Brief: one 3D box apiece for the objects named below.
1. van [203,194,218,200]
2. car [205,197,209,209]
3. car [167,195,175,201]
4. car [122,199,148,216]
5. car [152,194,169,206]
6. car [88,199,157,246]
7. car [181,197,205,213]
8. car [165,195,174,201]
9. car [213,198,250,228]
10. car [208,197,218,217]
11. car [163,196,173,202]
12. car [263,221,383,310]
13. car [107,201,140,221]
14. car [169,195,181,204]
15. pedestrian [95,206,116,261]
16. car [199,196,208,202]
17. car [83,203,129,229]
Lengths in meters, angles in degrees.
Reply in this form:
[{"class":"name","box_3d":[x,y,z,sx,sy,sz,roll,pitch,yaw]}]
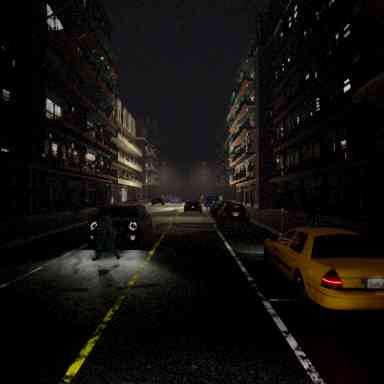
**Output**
[{"class":"van","box_3d":[2.709,1.357,45.157,1.690,1.788,3.998,1,0,0]},{"class":"car","box_3d":[2.705,1.561,33.834,2.008,1.369,4.403,1,0,0]},{"class":"car","box_3d":[-5.670,1.593,90.490,1.887,1.381,4.507,1,0,0]},{"class":"car","box_3d":[-5.675,1.536,33.704,1.752,1.417,4.829,1,0,0]},{"class":"car","box_3d":[-5.670,1.338,56.521,2.192,1.841,5.009,1,0,0]},{"class":"car","box_3d":[-3.075,1.359,15.138,2.097,1.767,4.553,0,0,2]},{"class":"car","box_3d":[0.098,1.576,37.915,1.994,1.385,4.181,0,0,0]},{"class":"car","box_3d":[-5.671,1.569,84.660,1.752,1.417,4.829,1,0,0]},{"class":"car","box_3d":[2.705,1.447,22.511,1.967,1.590,4.097,1,0,0]},{"class":"car","box_3d":[2.706,1.448,28.172,1.967,1.590,4.097,1,0,0]},{"class":"car","box_3d":[-5.671,1.590,79.167,2.008,1.369,4.403,1,0,0]},{"class":"car","box_3d":[3.000,1.458,7.942,1.801,1.575,5.366,0,0,0]},{"class":"car","box_3d":[-5.676,1.534,28.043,1.752,1.417,4.829,1,0,0]},{"class":"car","box_3d":[-3.025,1.553,64.057,1.812,1.442,4.674,0,0,1]},{"class":"pedestrian","box_3d":[-2.764,1.297,10.649,0.375,1.860,0.375,1,-1,-3]},{"class":"car","box_3d":[2.710,1.590,79.128,2.008,1.369,4.403,1,0,0]},{"class":"car","box_3d":[-5.677,1.551,22.552,1.887,1.381,4.507,1,0,0]}]
